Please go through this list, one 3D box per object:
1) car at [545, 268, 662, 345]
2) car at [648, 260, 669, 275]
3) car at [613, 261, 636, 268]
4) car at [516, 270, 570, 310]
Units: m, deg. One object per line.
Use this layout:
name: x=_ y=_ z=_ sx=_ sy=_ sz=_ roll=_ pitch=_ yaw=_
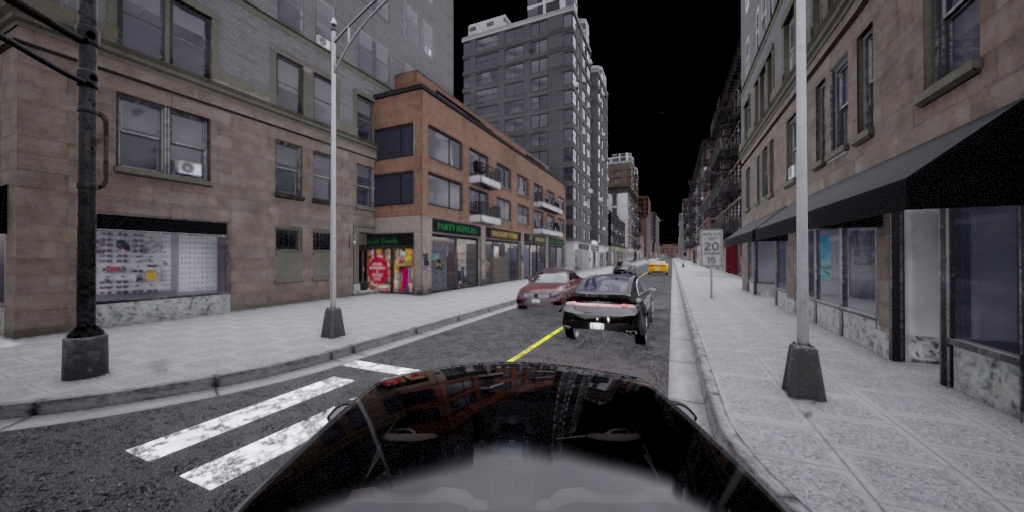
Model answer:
car: x=2.754 y=1.244 z=9.663 sx=2.128 sy=1.511 sz=4.902 roll=0 pitch=0 yaw=24
car: x=15.913 y=1.223 z=38.932 sx=1.882 sy=1.535 sz=5.008 roll=0 pitch=0 yaw=24
car: x=11.109 y=1.265 z=35.254 sx=1.837 sy=1.490 sz=4.892 roll=0 pitch=-1 yaw=24
car: x=1.765 y=1.288 z=14.433 sx=1.812 sy=1.442 sz=4.674 roll=0 pitch=0 yaw=24
